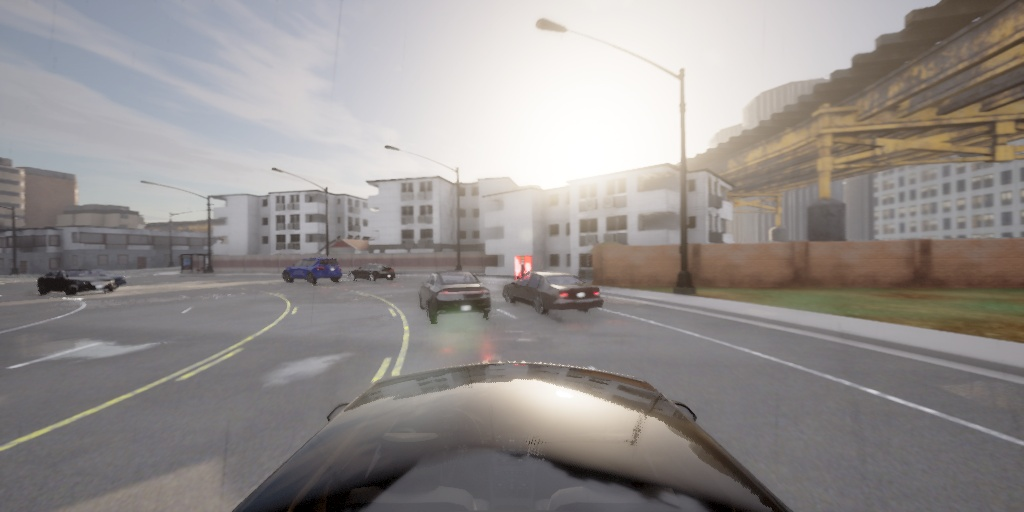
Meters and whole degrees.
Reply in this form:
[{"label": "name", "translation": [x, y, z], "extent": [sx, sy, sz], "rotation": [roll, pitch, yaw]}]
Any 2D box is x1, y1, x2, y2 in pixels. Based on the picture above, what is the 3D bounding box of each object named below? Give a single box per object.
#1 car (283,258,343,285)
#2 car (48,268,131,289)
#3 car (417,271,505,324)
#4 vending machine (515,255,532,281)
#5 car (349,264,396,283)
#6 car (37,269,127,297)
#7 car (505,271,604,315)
[{"label": "car", "translation": [-16.087, 1.160, 28.933], "extent": [5.566, 2.045, 2.150], "rotation": [-1, 0, 31]}, {"label": "car", "translation": [-31.891, 1.681, 27.062], "extent": [5.357, 1.411, 2.033], "rotation": [-1, 0, 16]}, {"label": "car", "translation": [-2.110, 1.264, 12.387], "extent": [2.128, 1.511, 4.902], "rotation": [-1, 0, -20]}, {"label": "vending machine", "translation": [0.853, 0.927, 26.252], "extent": [1.100, 2.100, 0.880], "rotation": [0, 0, -37]}, {"label": "car", "translation": [-11.815, 1.391, 30.203], "extent": [4.892, 1.490, 1.837], "rotation": [-1, -1, 36]}, {"label": "car", "translation": [-26.163, 1.556, 21.569], "extent": [4.902, 1.511, 2.128], "rotation": [-1, 0, 19]}, {"label": "car", "translation": [1.274, 1.278, 13.569], "extent": [2.033, 1.411, 5.357], "rotation": [-1, 0, -21]}]
